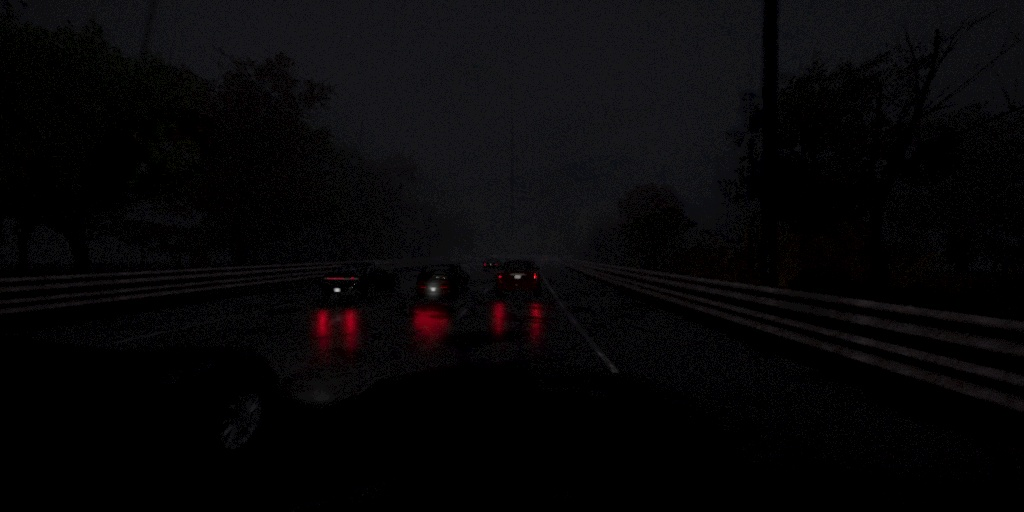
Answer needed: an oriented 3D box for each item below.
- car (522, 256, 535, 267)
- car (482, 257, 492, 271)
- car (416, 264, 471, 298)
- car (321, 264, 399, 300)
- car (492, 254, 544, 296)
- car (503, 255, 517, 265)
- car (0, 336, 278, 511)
[{"bbox_3d":[2.571,0.809,54.970,1.812,1.442,4.674,0,0,5],"label":"car"},{"bbox_3d":[-2.076,0.942,40.309,2.033,1.411,5.357,0,0,4],"label":"car"},{"bbox_3d":[-3.190,1.103,17.354,1.837,1.490,4.892,0,1,2],"label":"car"},{"bbox_3d":[-6.729,1.086,16.404,2.128,1.511,4.902,0,1,2],"label":"car"},{"bbox_3d":[0.339,0.951,18.233,2.097,1.767,4.553,0,1,2],"label":"car"},{"bbox_3d":[-0.314,0.693,62.114,1.882,1.535,5.008,0,0,5],"label":"car"},{"bbox_3d":[-3.583,1.242,2.066,1.837,1.490,4.892,0,1,1],"label":"car"}]
